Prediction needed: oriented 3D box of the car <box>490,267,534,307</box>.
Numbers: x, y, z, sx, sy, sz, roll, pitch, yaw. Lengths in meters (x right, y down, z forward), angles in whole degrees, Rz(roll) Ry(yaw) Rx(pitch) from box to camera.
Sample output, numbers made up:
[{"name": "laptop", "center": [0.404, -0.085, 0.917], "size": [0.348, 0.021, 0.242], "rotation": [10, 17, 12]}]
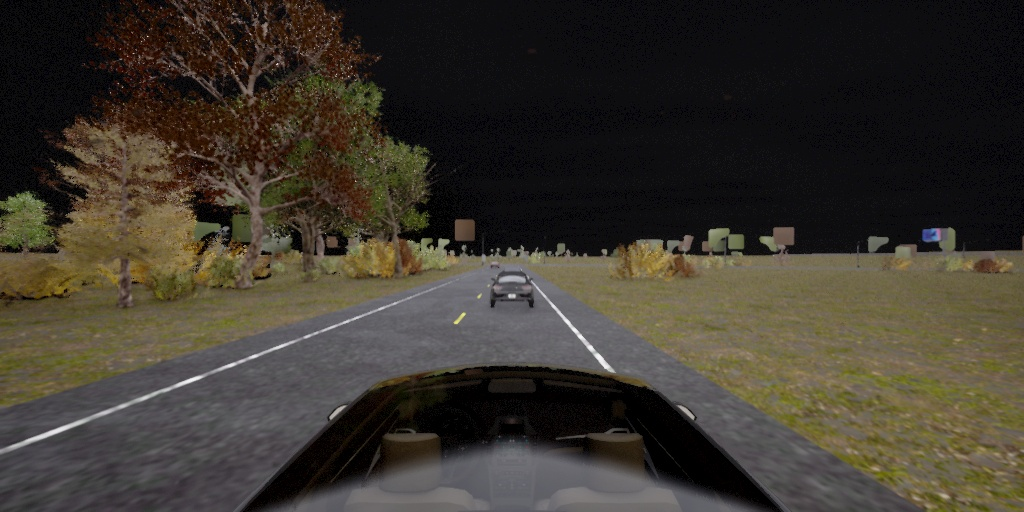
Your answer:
[{"name": "car", "center": [0.009, 1.407, 16.221], "size": [1.812, 1.442, 4.674], "rotation": [0, 0, 0]}]

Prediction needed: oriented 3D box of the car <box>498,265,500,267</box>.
[{"name": "car", "center": [0.009, 1.612, 30.945], "size": [1.895, 1.301, 4.718], "rotation": [0, 0, 0]}]
